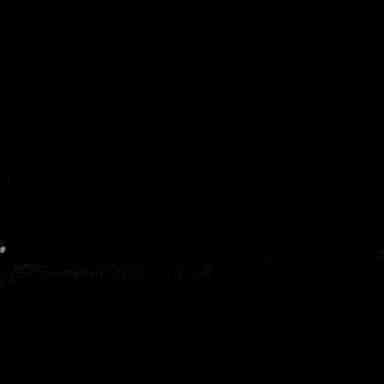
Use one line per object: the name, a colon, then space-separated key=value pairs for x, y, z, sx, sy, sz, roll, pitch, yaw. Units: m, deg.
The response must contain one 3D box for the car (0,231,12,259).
car: x=-7.896 y=1.369 z=9.666 sx=4.902 sy=1.511 sz=2.128 roll=1 pitch=-1 yaw=1
